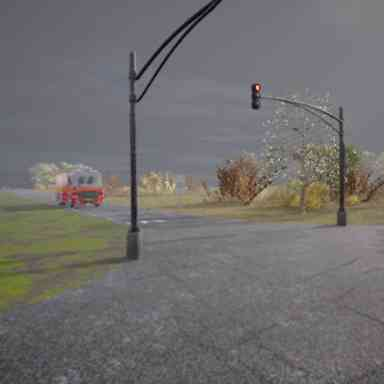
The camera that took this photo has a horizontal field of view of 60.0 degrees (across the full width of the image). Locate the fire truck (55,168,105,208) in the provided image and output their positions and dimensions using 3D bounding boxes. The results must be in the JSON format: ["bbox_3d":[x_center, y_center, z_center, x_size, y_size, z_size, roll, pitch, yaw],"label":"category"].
[{"bbox_3d":[-11.654,-0.439,33.862,2.891,3.827,8.468,-1,1,-32],"label":"fire truck"}]
